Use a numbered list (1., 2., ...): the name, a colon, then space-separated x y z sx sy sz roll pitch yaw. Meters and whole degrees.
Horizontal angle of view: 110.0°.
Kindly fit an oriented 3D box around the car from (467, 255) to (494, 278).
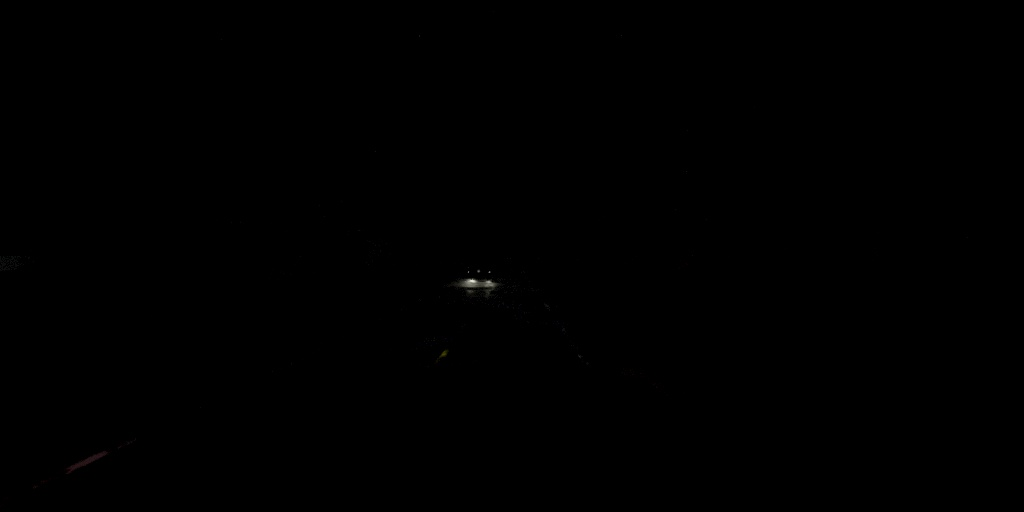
1. car: -2.856 0.934 33.539 2.150 2.045 5.566 0 0 0
